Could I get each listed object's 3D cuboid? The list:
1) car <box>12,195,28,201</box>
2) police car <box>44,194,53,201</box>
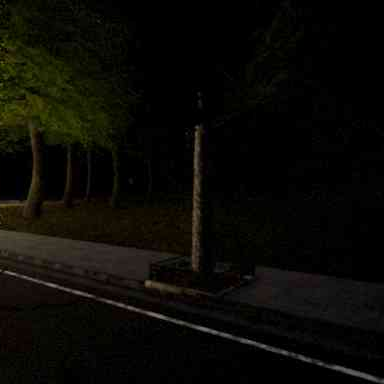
[{"bbox_3d":[-37.544,1.270,73.474,1.994,1.385,4.181,0,0,12],"label":"car"},{"bbox_3d":[-33.790,1.156,75.451,1.930,1.638,5.238,0,0,12],"label":"police car"}]
